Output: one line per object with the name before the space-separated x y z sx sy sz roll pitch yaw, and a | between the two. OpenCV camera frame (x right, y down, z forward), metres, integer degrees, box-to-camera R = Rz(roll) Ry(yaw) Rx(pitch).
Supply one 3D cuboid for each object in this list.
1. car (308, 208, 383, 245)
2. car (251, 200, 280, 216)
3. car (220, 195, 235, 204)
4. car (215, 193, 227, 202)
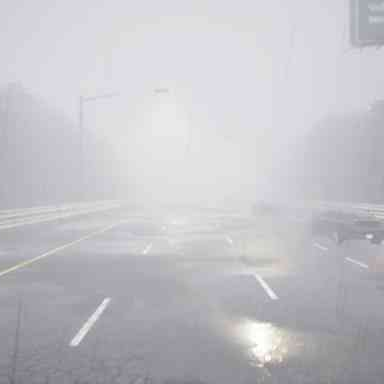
car | 6.999 1.506 15.552 1.837 1.490 4.892 0 0 0
car | 7.000 1.497 32.050 1.882 1.535 5.008 0 0 0
car | 7.001 1.537 63.818 1.812 1.442 4.674 0 0 0
car | 7.021 1.552 78.933 1.812 1.442 4.674 0 0 0
